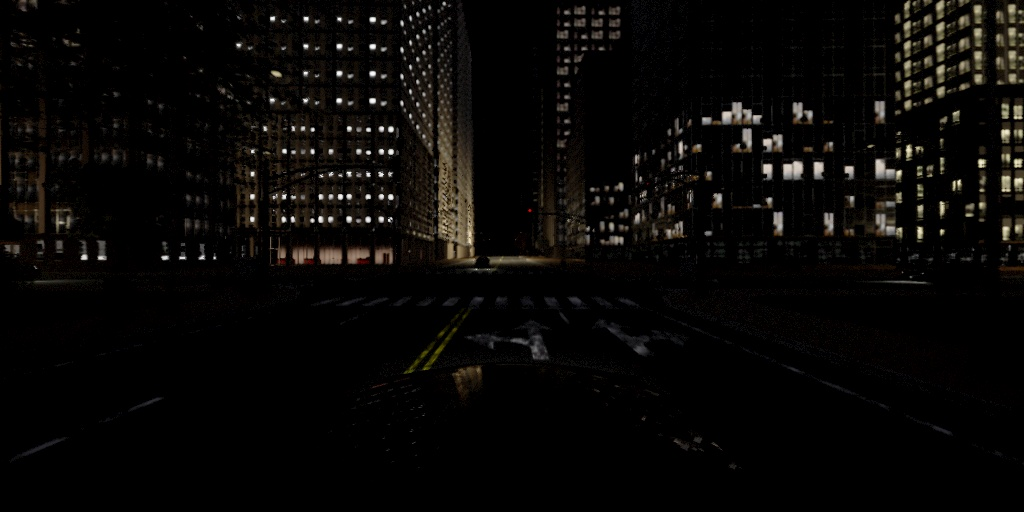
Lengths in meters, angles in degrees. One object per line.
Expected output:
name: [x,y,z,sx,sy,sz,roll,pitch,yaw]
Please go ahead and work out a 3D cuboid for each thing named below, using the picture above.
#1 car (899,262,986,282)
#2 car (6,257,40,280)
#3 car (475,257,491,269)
car: [31.960,1.163,26.276,5.357,1.411,2.033,0,0,2]
car: [-36.533,0.834,25.312,4.553,1.767,2.097,0,0,2]
car: [-3.873,0.841,47.682,1.882,1.535,5.008,0,1,-1]
